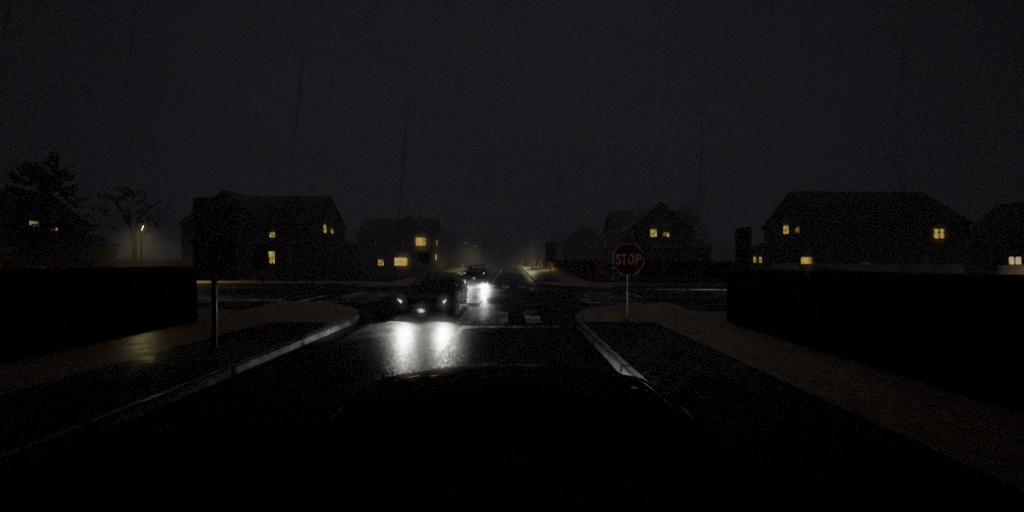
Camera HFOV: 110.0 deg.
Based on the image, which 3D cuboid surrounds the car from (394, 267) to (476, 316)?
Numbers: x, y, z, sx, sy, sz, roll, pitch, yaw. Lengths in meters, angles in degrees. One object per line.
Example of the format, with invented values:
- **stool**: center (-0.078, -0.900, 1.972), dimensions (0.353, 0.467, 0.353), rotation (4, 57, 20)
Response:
- **car**: center (-2.788, 1.307, 13.673), dimensions (2.033, 1.411, 5.357), rotation (0, 0, 0)

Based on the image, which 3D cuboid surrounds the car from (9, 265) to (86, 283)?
- **car**: center (-20.053, 1.161, 16.127), dimensions (4.902, 1.511, 2.128), rotation (0, 0, 0)

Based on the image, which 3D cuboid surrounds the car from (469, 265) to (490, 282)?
- **car**: center (-2.849, 1.383, 29.180), dimensions (1.895, 1.301, 4.718), rotation (0, 0, 0)

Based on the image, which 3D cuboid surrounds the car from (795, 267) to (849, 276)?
- **car**: center (16.180, 1.328, 19.308), dimensions (5.008, 1.535, 1.882), rotation (0, 0, 0)
